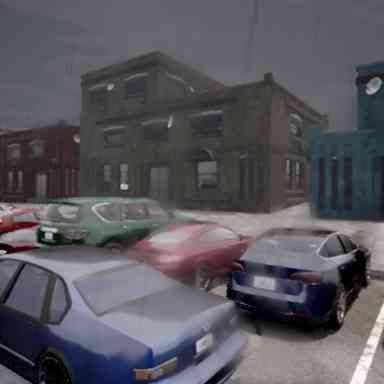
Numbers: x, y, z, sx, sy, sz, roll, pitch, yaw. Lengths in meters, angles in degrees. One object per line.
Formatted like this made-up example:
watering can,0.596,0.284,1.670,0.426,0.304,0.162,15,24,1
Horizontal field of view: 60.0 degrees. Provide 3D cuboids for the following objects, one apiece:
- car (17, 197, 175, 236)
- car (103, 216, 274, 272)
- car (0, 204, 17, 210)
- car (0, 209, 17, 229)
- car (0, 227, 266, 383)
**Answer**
car,-1.979,1.180,10.400,2.435,2.045,5.566,0,0,35
car,0.246,1.488,8.775,2.002,1.452,4.674,0,0,35
car,-6.490,1.400,13.575,2.097,1.535,5.008,0,0,35
car,-4.260,1.444,11.956,2.163,1.488,4.792,0,0,35
car,-1.917,1.520,4.744,5.357,1.411,2.033,0,0,36
